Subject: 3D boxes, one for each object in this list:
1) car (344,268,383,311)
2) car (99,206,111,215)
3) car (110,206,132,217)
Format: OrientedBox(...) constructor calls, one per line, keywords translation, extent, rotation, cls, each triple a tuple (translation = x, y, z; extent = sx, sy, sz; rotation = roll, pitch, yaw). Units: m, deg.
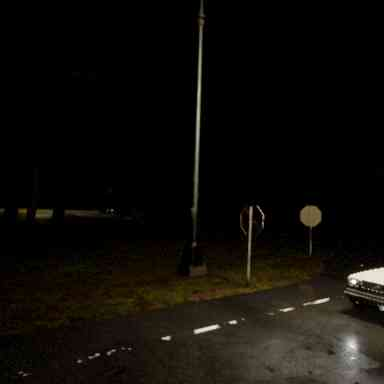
OrientedBox(translation=(5.732, 2.147, 7.963), extent=(4.718, 1.301, 1.895), rotation=(3, -2, -35), cls="car")
OrientedBox(translation=(-15.594, 3.348, 61.902), extent=(2.097, 1.767, 4.553), rotation=(4, -3, -33), cls="car")
OrientedBox(translation=(-11.702, 3.422, 56.068), extent=(1.837, 1.490, 4.892), rotation=(4, -3, -33), cls="car")
